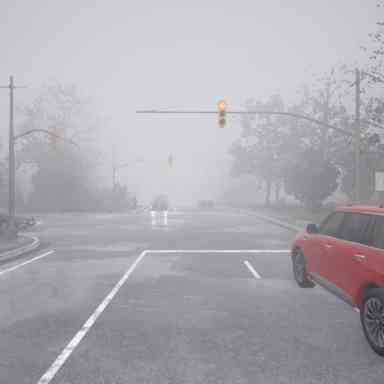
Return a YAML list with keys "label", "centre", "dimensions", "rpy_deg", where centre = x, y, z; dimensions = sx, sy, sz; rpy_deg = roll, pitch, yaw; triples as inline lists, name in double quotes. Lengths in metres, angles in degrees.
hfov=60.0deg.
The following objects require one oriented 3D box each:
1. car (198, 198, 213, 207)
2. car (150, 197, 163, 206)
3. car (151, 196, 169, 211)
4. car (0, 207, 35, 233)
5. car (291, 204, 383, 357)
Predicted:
- label: "car"
  centre: [2.182, 1.706, 54.687]
  dimensions: [1.882, 1.535, 5.008]
  rpy_deg: [0, -1, -6]
- label: "car"
  centre: [-7.261, 1.896, 68.156]
  dimensions: [2.097, 1.767, 4.553]
  rpy_deg: [0, -1, -12]
- label: "car"
  centre: [-4.075, 1.572, 42.521]
  dimensions: [1.837, 1.490, 4.892]
  rpy_deg: [0, -1, -3]
- label: "car"
  centre: [-11.682, 1.545, 19.322]
  dimensions: [4.892, 1.490, 1.837]
  rpy_deg: [0, 0, 3]
- label: "car"
  centre: [3.590, 1.221, 6.131]
  dimensions: [2.150, 2.045, 5.566]
  rpy_deg: [0, 0, 0]
